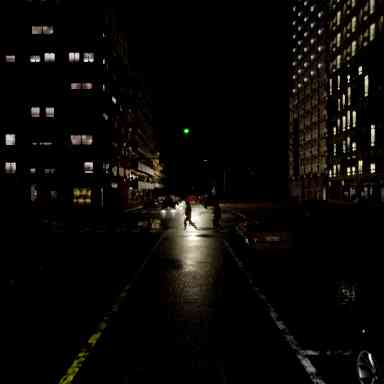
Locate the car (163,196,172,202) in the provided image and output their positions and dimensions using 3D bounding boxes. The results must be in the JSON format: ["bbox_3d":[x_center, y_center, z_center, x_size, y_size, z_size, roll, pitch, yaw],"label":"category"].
[{"bbox_3d":[-5.686,1.661,78.796,1.802,1.307,4.206,0,0,0],"label":"car"}]

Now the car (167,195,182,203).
[{"bbox_3d":[-3.079,1.585,56.034,2.033,1.411,5.357,0,0,0],"label":"car"}]

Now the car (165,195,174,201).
[{"bbox_3d":[-5.686,1.531,84.323,1.967,1.590,4.097,0,0,0],"label":"car"}]

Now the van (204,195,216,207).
[{"bbox_3d":[2.690,1.372,51.162,1.690,1.788,3.998,0,0,0],"label":"van"}]

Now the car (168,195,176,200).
[{"bbox_3d":[-5.684,1.640,95.206,1.752,1.417,4.829,0,0,0],"label":"car"}]

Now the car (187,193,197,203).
[{"bbox_3d":[0.007,1.296,74.442,2.150,2.045,5.566,0,0,0],"label":"car"}]

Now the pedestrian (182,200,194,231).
[{"bbox_3d":[-0.238,1.314,19.103,0.375,1.860,0.375,0,0,0],"label":"pedestrian"}]

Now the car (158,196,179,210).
[{"bbox_3d":[-3.118,1.570,44.544,2.033,1.411,5.357,0,0,-4],"label":"car"}]

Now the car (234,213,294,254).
[{"bbox_3d":[2.688,1.527,13.393,1.752,1.417,4.829,0,0,0],"label":"car"}]

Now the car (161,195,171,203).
[{"bbox_3d":[-5.687,1.509,73.270,1.967,1.590,4.097,0,0,0],"label":"car"}]

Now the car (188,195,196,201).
[{"bbox_3d":[0.009,1.545,84.829,2.033,1.411,5.357,0,0,0],"label":"car"}]

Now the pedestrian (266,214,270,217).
[{"bbox_3d":[4.049,1.678,17.597,0.500,1.100,0.500,0,0,0],"label":"pedestrian"}]

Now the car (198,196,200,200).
[{"bbox_3d":[2.692,1.373,67.741,2.192,1.841,5.009,0,0,0],"label":"car"}]

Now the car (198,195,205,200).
[{"bbox_3d":[2.696,1.641,95.545,1.752,1.417,4.829,0,0,0],"label":"car"}]

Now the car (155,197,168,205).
[{"bbox_3d":[-5.688,1.598,62.216,2.008,1.369,4.403,0,0,0],"label":"car"}]

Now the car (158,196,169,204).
[{"bbox_3d":[-5.687,1.602,67.742,1.887,1.381,4.507,0,0,0],"label":"car"}]

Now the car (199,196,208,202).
[{"bbox_3d":[2.694,1.624,78.795,1.887,1.381,4.507,0,0,0],"label":"car"}]

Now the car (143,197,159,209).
[{"bbox_3d":[-5.689,1.575,45.636,2.008,1.369,4.403,0,0,0],"label":"car"}]

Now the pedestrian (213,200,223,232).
[{"bbox_3d":[1.414,1.301,18.589,0.375,1.860,0.375,0,0,0],"label":"pedestrian"}]

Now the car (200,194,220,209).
[{"bbox_3d":[2.690,1.339,45.636,2.192,1.841,5.009,0,0,0],"label":"car"}]

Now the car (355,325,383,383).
[{"bbox_3d":[2.686,1.566,1.957,1.947,1.339,4.313,0,0,0],"label":"car"}]

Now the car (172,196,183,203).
[{"bbox_3d":[-2.994,1.558,69.448,2.128,1.511,4.902,0,0,0],"label":"car"}]
